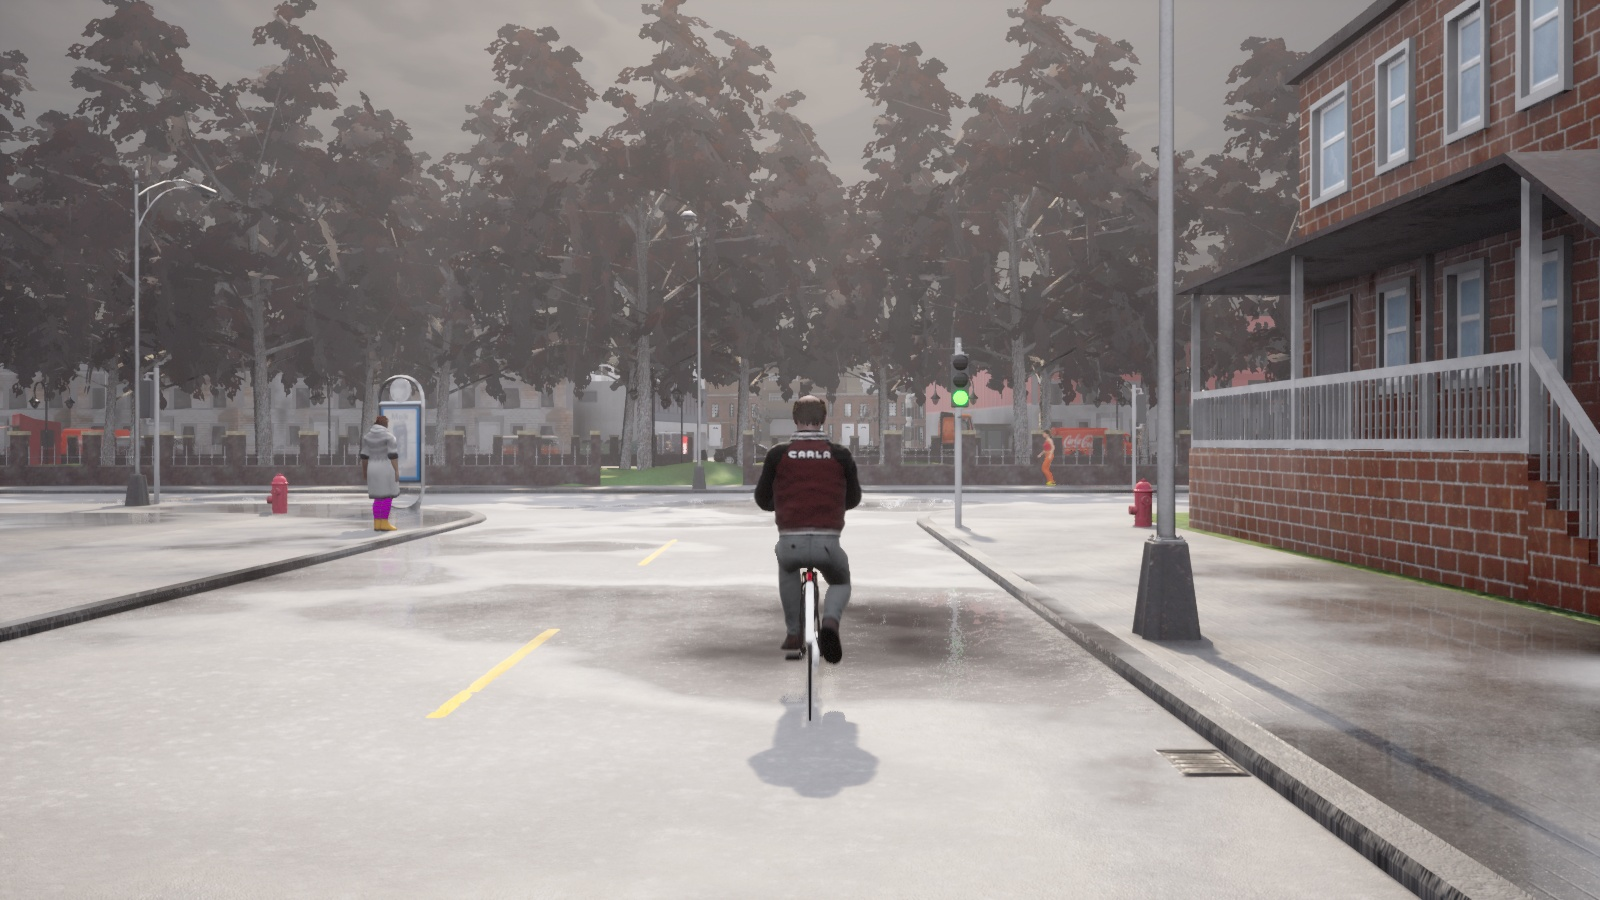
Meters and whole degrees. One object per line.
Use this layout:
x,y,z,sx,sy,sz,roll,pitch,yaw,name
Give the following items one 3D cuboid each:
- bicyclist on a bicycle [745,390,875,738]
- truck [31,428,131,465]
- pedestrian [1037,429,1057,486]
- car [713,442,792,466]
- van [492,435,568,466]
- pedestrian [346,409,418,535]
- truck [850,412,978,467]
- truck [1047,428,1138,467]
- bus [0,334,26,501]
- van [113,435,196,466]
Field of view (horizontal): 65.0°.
0.055,0.576,7.319,0.659,1.776,1.843,0,0,0,bicyclist on a bicycle
-48.388,-0.257,84.594,5.204,2.467,2.627,0,0,0,truck
7.955,0.234,40.442,0.594,1.836,0.345,0,0,0,pedestrian
-3.027,0.268,80.433,5.008,1.535,1.882,0,0,0,car
-17.285,0.031,80.493,4.442,1.987,1.775,0,0,0,van
-6.634,0.338,19.954,0.659,1.952,0.873,0,0,28,pedestrian
7.244,-0.683,80.379,7.936,3.462,2.891,0,0,0,truck
18.654,-0.179,80.329,5.204,2.467,2.627,0,0,0,truck
-25.580,-0.827,31.244,10.273,4.253,3.944,0,0,1,bus
-41.383,0.011,80.573,4.442,1.987,1.775,0,0,0,van
